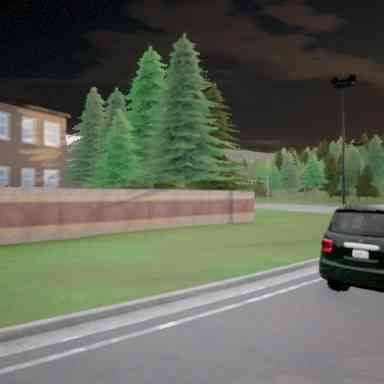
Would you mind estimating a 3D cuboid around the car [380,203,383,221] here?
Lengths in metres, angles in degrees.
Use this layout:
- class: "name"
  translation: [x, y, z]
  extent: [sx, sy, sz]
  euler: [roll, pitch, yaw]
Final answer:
- class: "car"
  translation: [17.414, 1.753, 27.386]
  extent: [2.128, 1.511, 4.902]
  euler: [0, 0, 14]

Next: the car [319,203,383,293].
- class: "car"
  translation: [5.262, 1.303, 8.220]
  extent: [5.566, 2.045, 2.150]
  euler: [0, 0, -42]
